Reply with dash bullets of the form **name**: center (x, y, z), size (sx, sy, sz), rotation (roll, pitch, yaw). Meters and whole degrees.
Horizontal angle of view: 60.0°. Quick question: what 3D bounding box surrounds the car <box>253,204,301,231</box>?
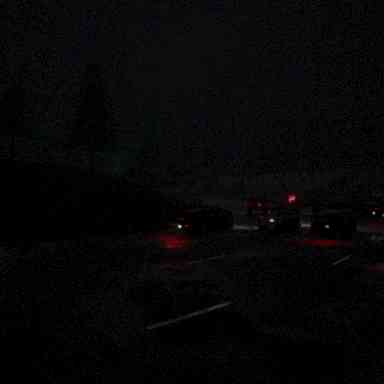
- **car**: center (5.842, 1.726, 21.916), size (1.994, 1.385, 4.181), rotation (0, 0, 30)

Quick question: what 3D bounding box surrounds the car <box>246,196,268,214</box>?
- **car**: center (7.622, 1.506, 38.795), size (2.150, 2.045, 5.566), rotation (0, 0, 6)

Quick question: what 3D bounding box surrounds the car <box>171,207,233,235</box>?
- **car**: center (0.760, 1.653, 20.248), size (1.837, 1.490, 4.892), rotation (0, 0, 36)

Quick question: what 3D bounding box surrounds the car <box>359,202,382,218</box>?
- **car**: center (17.574, 1.757, 33.640), size (1.837, 1.490, 4.892), rotation (0, 0, 11)

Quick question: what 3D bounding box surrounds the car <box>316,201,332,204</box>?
- **car**: center (14.129, 1.770, 35.772), size (1.837, 1.490, 4.892), rotation (1, 0, 9)

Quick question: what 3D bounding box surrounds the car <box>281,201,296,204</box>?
- **car**: center (10.880, 1.770, 37.689), size (2.128, 1.511, 4.902), rotation (0, 0, 7)

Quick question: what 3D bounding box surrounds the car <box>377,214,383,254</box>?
- **car**: center (8.425, 1.643, 12.483), size (2.033, 1.411, 5.357), rotation (0, 0, 37)

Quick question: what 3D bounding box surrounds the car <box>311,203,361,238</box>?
- **car**: center (8.156, 1.619, 18.921), size (1.882, 1.535, 5.008), rotation (0, 0, 32)
